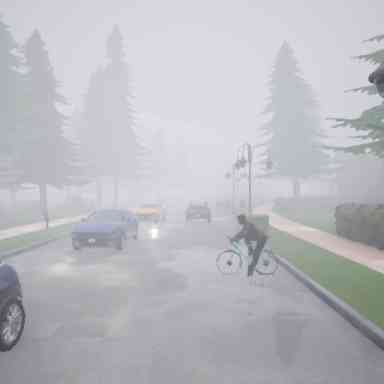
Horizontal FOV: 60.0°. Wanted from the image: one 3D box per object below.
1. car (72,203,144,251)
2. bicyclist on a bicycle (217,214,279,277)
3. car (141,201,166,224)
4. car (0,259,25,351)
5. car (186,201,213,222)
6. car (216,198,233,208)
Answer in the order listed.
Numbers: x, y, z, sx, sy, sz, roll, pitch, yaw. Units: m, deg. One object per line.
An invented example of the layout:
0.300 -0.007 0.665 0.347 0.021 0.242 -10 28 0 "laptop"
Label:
-3.542 1.463 14.344 1.882 1.535 5.008 0 0 1 "car"
1.468 1.409 8.776 1.656 1.620 0.582 0 0 0 "bicyclist on a bicycle"
-3.175 1.452 24.820 1.882 1.535 5.008 0 0 4 "car"
-3.585 1.348 3.125 2.097 1.767 4.553 0 0 0 "car"
0.601 1.464 26.125 2.128 1.511 4.902 0 0 4 "car"
4.722 1.514 48.144 1.994 1.385 4.181 0 0 16 "car"
